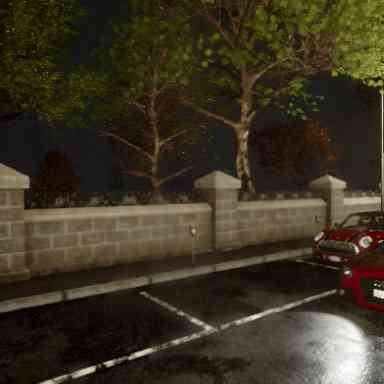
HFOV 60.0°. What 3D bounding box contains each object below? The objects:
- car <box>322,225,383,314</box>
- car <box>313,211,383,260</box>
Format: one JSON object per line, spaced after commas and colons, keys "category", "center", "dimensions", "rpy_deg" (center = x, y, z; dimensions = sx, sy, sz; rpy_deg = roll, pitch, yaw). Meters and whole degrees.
{"category": "car", "center": [4.763, 1.507, 6.678], "dimensions": [4.181, 1.385, 1.994], "rpy_deg": [0, 0, -36]}
{"category": "car", "center": [5.694, 1.360, 10.638], "dimensions": [4.097, 1.590, 1.967], "rpy_deg": [-1, 0, -36]}
